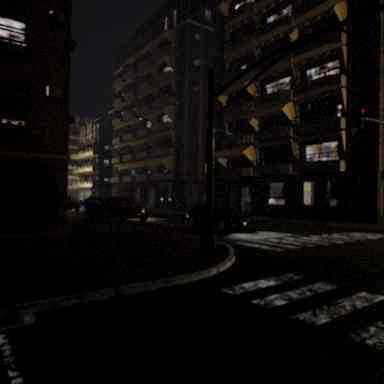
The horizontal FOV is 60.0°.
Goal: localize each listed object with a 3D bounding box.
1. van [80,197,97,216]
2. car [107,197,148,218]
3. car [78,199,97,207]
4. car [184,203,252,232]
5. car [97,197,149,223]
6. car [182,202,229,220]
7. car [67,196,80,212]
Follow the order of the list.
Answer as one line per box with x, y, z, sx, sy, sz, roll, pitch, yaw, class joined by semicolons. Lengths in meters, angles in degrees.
-8.435;1.349;30.225;1.690;1.788;3.998;1;-1;-35;van
-6.150;1.409;31.273;2.097;1.767;4.553;1;-1;-35;car
-18.112;1.857;57.530;1.802;1.307;4.206;1;-1;-35;car
1.521;1.519;20.483;1.837;1.490;4.892;1;-1;-36;car
-5.213;1.305;25.674;2.192;1.841;5.009;1;-1;-35;car
1.116;1.677;30.364;1.752;1.417;4.829;1;-1;-35;car
-14.877;1.363;39.328;2.192;1.841;5.009;1;-1;-35;car
